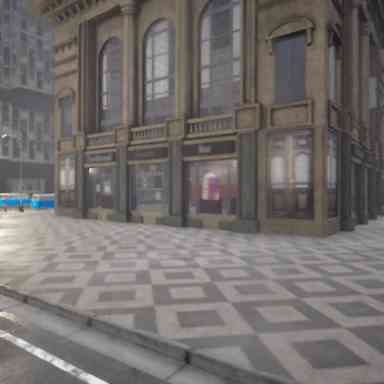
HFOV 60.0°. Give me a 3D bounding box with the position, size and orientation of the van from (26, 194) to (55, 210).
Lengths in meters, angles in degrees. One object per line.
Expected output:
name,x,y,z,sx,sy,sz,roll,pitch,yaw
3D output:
van,-15.844,1.137,37.231,1.690,1.788,3.998,0,0,36

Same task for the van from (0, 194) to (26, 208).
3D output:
van,-22.764,1.111,42.210,1.690,1.788,3.998,0,0,36

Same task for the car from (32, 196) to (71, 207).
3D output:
car,-19.582,1.284,46.633,1.752,1.417,4.829,0,0,36
